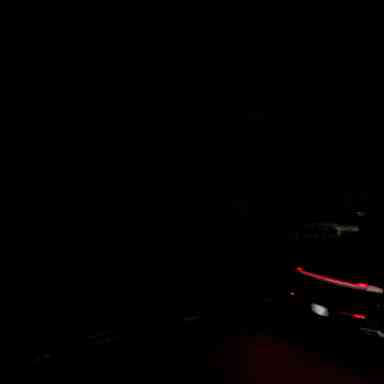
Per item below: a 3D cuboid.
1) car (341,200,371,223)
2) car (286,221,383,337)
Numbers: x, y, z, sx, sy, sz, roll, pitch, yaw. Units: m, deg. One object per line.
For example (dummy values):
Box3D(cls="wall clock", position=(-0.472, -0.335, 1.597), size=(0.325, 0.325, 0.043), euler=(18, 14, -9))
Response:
Box3D(cls="car", position=(12.103, 1.258, 21.795), size=(5.008, 1.535, 1.882), euler=(0, 0, -22))
Box3D(cls="car", position=(3.886, 1.429, 5.929), size=(4.902, 1.511, 2.128), euler=(-1, 0, -31))
